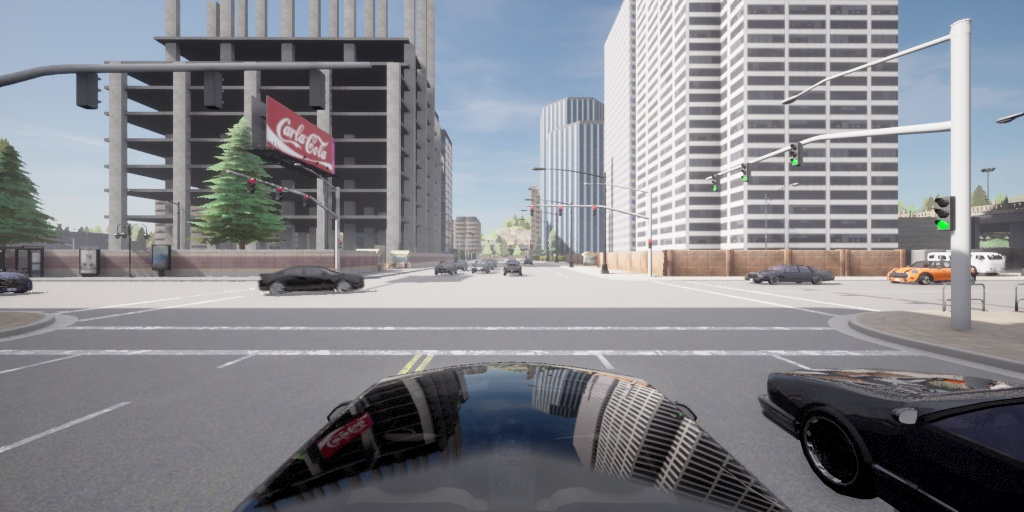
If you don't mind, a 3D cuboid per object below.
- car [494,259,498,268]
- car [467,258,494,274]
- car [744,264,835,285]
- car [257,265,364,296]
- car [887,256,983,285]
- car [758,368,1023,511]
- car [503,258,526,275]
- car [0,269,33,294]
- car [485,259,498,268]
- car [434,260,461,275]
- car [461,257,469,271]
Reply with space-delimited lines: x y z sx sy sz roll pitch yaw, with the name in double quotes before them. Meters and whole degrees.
"car" -3.573 1.241 51.816 2.128 1.511 4.902 0 0 0
"car" -3.580 1.241 41.749 2.128 1.511 4.902 0 0 0
"car" 19.648 1.297 25.457 5.357 1.411 2.033 0 0 0
"car" -10.601 1.227 19.171 5.008 1.535 1.882 0 1 -15
"car" 29.657 1.102 25.477 4.553 1.767 2.097 0 0 1
"car" 3.597 1.297 1.411 2.033 1.411 5.357 0 0 0
"car" 0.077 1.241 38.253 2.128 1.511 4.902 0 0 1
"car" -27.377 1.101 18.031 4.553 1.767 2.097 0 0 0
"car" -3.540 1.255 62.201 1.837 1.490 4.892 0 0 0
"car" -7.081 1.255 38.750 1.837 1.490 4.892 0 0 0
"car" -7.075 1.255 48.163 1.837 1.490 4.892 0 0 0
